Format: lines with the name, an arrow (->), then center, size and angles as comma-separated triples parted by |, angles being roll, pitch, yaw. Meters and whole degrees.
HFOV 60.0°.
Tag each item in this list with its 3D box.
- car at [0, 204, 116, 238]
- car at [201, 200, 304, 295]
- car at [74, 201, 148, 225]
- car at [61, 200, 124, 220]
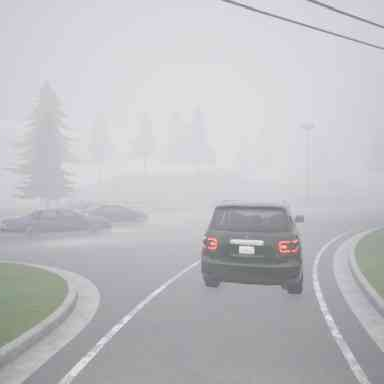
car -> -7.155, 1.547, 17.775 | 5.357, 1.411, 2.033 | 0, 0, -29
car -> 1.807, 1.221, 9.048 | 2.150, 2.045, 5.566 | 0, 0, 16
car -> -5.330, 1.525, 22.790 | 4.674, 1.442, 1.812 | 0, 0, -29
car -> -8.616, 1.492, 28.973 | 4.902, 1.511, 2.128 | 0, 0, -29
